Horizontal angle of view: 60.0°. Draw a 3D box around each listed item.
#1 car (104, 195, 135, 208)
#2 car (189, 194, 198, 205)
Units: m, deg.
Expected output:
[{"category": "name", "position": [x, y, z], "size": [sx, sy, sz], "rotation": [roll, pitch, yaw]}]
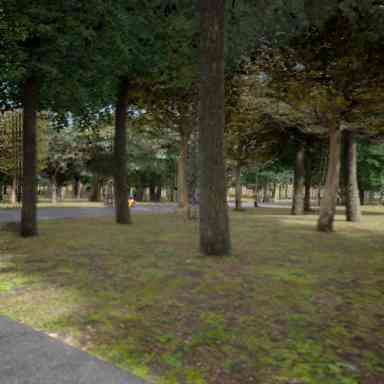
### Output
[{"category": "car", "position": [-9.944, 1.319, 45.982], "size": [2.097, 1.767, 4.553], "rotation": [3, 1, 32]}, {"category": "car", "position": [1.325, 1.458, 63.804], "size": [2.150, 2.045, 5.566], "rotation": [3, 1, 32]}]
